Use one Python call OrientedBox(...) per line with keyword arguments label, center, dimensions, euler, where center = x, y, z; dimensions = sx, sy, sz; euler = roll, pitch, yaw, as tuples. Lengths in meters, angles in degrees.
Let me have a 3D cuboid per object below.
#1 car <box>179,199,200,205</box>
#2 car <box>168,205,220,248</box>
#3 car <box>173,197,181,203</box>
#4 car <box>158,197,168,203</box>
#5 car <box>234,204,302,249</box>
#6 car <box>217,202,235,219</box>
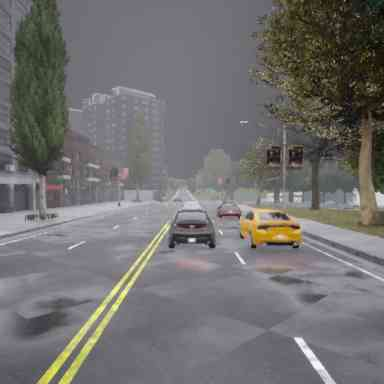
OrientedBox(label="car", center=(-0.001, 1.559, 29.654), dimensions=(1.812, 1.442, 4.674), euler=(0, 0, 0))
OrientedBox(label="car", center=(-0.001, 1.519, 14.652), dimensions=(1.837, 1.490, 4.892), euler=(0, 0, 0))
OrientedBox(label="car", center=(-3.251, 1.794, 75.942), dimensions=(2.033, 1.411, 5.357), euler=(0, -1, 0))
OrientedBox(label="car", center=(-6.501, 1.778, 75.943), dimensions=(1.812, 1.442, 4.674), euler=(0, -1, 0))
OrientedBox(label="car", center=(3.249, 1.487, 14.652), dimensions=(1.882, 1.535, 5.008), euler=(0, 0, 0))
OrientedBox(label="car", center=(3.249, 1.599, 29.655), dimensions=(1.994, 1.385, 4.181), euler=(0, 0, 0))
